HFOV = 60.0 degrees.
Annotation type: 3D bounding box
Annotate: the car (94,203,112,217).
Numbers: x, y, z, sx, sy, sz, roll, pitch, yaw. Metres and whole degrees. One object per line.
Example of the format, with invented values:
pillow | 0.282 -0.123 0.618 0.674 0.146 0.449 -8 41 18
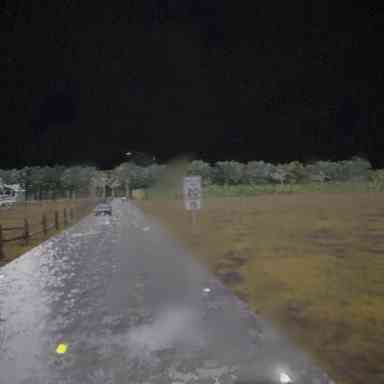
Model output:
car | -10.617 2.096 40.064 2.033 1.411 5.357 -4 0 -12
